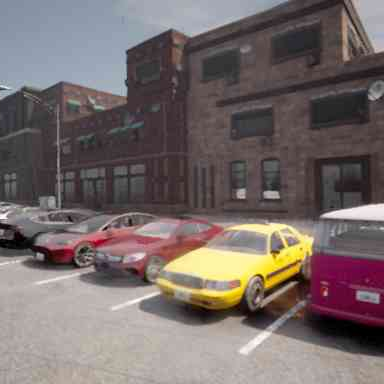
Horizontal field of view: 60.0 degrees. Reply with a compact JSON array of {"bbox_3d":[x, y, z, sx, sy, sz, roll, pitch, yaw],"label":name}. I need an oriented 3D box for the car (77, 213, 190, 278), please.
[{"bbox_3d":[-0.650,1.469,9.715,2.002,1.452,4.674,1,0,37],"label":"car"}]

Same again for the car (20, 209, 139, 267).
[{"bbox_3d":[-2.842,1.429,11.344,2.163,1.488,4.792,1,1,38],"label":"car"}]

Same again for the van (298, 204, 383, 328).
[{"bbox_3d":[3.815,1.256,6.566,1.878,1.987,4.442,1,0,36],"label":"van"}]

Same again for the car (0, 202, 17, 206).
[{"bbox_3d":[-7.122,1.336,14.735,2.231,1.521,4.892,1,1,39],"label":"car"}]

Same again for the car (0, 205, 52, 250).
[{"bbox_3d":[-4.960,1.398,13.064,2.163,1.488,4.792,1,1,39],"label":"car"}]

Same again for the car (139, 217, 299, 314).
[{"bbox_3d":[1.427,1.453,7.933,1.946,1.575,5.366,1,0,37],"label":"car"}]
